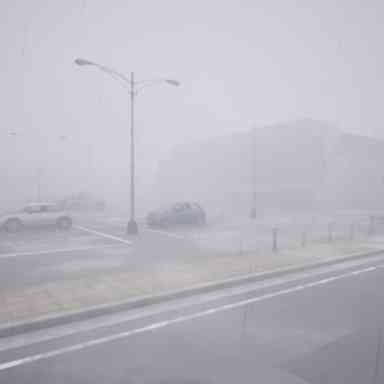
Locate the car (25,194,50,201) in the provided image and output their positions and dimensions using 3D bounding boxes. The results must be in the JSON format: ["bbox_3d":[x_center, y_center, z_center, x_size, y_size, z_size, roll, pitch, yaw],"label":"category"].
[{"bbox_3d":[-20.850,1.161,48.254,5.027,1.636,2.152,0,0,-35],"label":"car"}]

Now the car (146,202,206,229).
[{"bbox_3d":[-0.989,1.382,20.307,3.633,1.501,1.845,0,0,-35],"label":"car"}]

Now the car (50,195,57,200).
[{"bbox_3d":[-13.522,1.085,37.766,3.866,1.878,1.905,0,0,-35],"label":"car"}]

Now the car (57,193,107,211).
[{"bbox_3d":[-11.520,1.106,35.620,4.605,1.855,1.932,0,0,-35],"label":"car"}]

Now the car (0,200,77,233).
[{"bbox_3d":[-8.779,1.387,18.500,3.806,1.475,1.970,0,0,-35],"label":"car"}]
